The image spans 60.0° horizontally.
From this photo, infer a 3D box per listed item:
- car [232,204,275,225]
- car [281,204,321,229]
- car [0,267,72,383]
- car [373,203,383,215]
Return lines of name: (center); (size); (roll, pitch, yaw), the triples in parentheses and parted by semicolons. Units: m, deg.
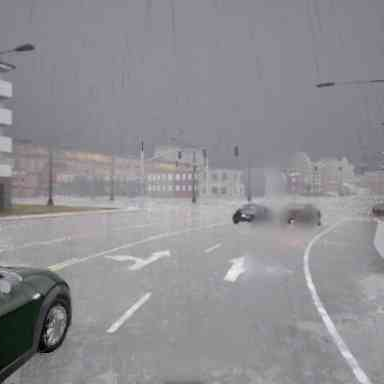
car: (4.520, 1.558, 24.171); (1.994, 1.385, 4.181); (1, 0, 32)
car: (7.218, 1.527, 21.856); (1.837, 1.490, 4.892); (1, 0, 30)
car: (-3.022, 1.319, 3.316); (2.097, 1.767, 4.553); (1, 0, 5)
car: (20.778, 1.671, 33.810); (4.181, 1.385, 1.994); (1, 0, 5)
